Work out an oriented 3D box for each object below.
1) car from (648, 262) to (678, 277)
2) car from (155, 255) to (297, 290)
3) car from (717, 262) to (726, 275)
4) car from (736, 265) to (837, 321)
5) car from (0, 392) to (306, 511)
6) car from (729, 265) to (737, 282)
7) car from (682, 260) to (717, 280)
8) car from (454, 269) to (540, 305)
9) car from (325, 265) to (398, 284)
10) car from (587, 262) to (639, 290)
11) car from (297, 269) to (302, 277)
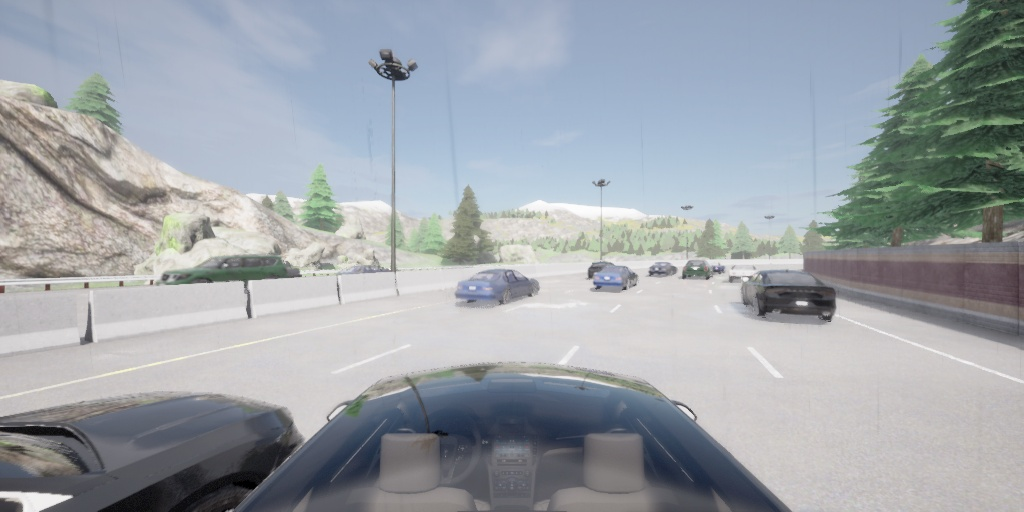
[{"bbox_3d":[15.374,1.297,36.373,2.033,1.411,5.357,0,0,36],"label":"car"},{"bbox_3d":[-14.827,0.971,18.868,2.150,2.045,5.566,0,0,24],"label":"car"},{"bbox_3d":[22.513,1.350,39.974,1.895,1.301,4.718,0,0,38],"label":"car"},{"bbox_3d":[9.510,1.227,12.693,1.882,1.535,5.008,0,0,25],"label":"car"},{"bbox_3d":[-2.915,1.256,0.773,1.837,1.490,4.892,0,0,19],"label":"car"},{"bbox_3d":[18.499,1.350,28.589,1.895,1.301,4.718,0,0,33],"label":"car"},{"bbox_3d":[16.570,1.102,31.861,2.097,1.767,4.553,0,0,34],"label":"car"},{"bbox_3d":[-0.465,1.297,16.213,2.033,1.411,5.357,0,0,25],"label":"car"},{"bbox_3d":[-9.386,1.297,22.341,2.033,1.411,5.357,0,0,26],"label":"car"},{"bbox_3d":[6.572,1.296,22.376,2.033,1.411,5.357,0,0,29],"label":"car"},{"bbox_3d":[-18.817,1.296,26.943,2.033,1.411,5.357,0,0,26],"label":"car"}]
